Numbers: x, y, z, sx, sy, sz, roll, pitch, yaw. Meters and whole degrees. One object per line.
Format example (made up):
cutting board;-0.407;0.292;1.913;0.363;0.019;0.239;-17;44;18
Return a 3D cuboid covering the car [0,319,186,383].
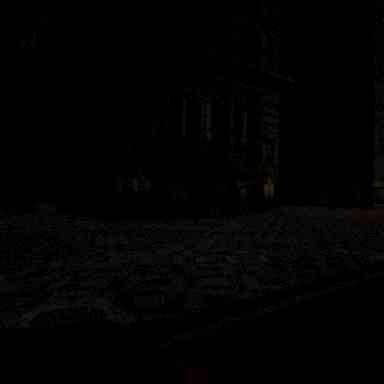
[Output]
car;-2.418;1.573;1.425;5.357;1.411;2.033;0;-1;-38
